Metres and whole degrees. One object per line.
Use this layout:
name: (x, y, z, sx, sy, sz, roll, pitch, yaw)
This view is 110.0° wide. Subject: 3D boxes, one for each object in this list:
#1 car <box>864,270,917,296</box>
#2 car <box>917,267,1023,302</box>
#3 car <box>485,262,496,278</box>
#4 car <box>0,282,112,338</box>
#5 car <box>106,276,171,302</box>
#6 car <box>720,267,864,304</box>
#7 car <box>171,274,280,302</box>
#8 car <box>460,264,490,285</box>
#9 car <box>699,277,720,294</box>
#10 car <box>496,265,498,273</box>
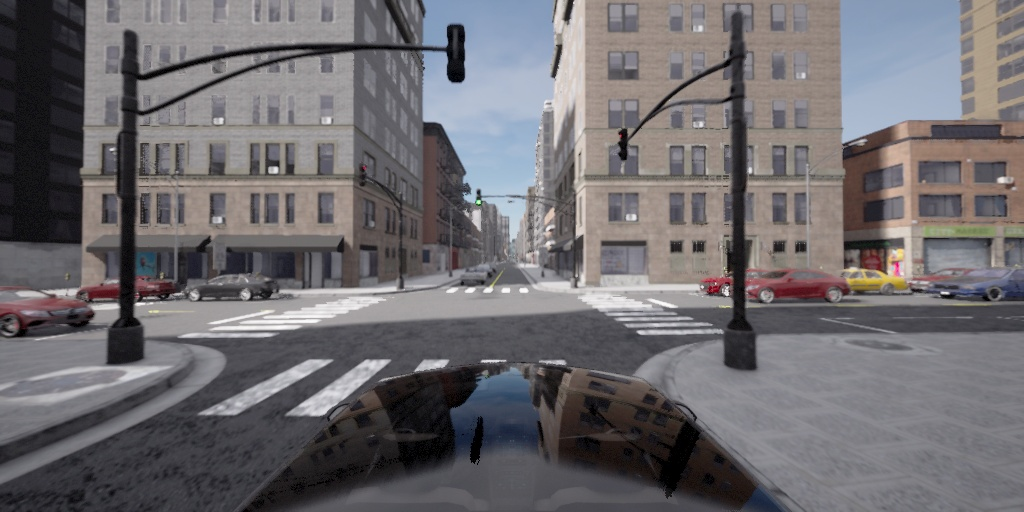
car: (17.466, 1.268, 18.578, 4.829, 1.417, 1.751, 0, 0, 0)
car: (21.784, 1.213, 15.798, 5.357, 1.411, 2.033, -1, -1, 1)
car: (-3.089, 1.589, 39.263, 1.812, 1.442, 4.674, 0, 0, 0)
car: (-14.653, 1.527, 10.277, 4.207, 1.307, 1.802, 0, 0, 0)
car: (-20.147, 1.698, 18.840, 4.207, 1.307, 1.802, 0, 0, 0)
car: (12.198, 1.284, 15.867, 4.674, 1.442, 1.812, -1, -1, 1)
car: (-14.619, 1.610, 18.802, 4.403, 1.370, 2.007, 0, 0, 0)
car: (-3.093, 1.588, 29.432, 1.895, 1.301, 4.718, 0, 0, 0)
car: (12.144, 1.341, 18.615, 4.507, 1.381, 1.888, 0, 0, 0)
car: (-3.092, 1.647, 50.416, 1.837, 1.490, 4.892, 0, -1, 0)
